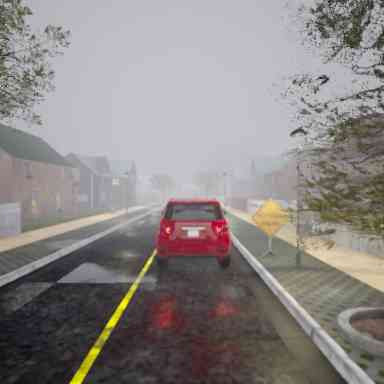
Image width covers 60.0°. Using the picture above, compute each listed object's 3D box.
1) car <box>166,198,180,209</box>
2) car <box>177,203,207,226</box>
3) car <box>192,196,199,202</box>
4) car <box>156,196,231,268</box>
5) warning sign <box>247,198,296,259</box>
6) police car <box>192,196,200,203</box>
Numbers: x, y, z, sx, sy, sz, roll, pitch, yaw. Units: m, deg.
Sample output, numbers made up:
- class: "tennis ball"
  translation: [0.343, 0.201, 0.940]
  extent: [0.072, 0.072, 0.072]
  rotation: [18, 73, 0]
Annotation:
- class: "car"
  translation: [-2.810, 1.658, 50.790]
  extent: [1.882, 1.535, 5.008]
  rotation: [0, 0, 0]
- class: "car"
  translation: [0.051, 1.608, 25.062]
  extent: [2.033, 1.411, 5.357]
  rotation: [0, 0, 1]
- class: "car"
  translation: [0.857, 1.975, 90.817]
  extent: [1.837, 1.490, 4.892]
  rotation: [0, -1, 0]
- class: "car"
  translation: [0.060, 1.237, 11.506]
  extent: [2.150, 2.045, 5.566]
  rotation: [0, -1, 1]
- class: "warning sign"
  translation: [2.533, 1.135, 10.789]
  extent: [1.300, 1.860, 1.060]
  rotation: [1, 1, 0]
- class: "police car"
  translation: [0.853, 1.811, 80.926]
  extent: [1.930, 1.638, 5.238]
  rotation: [0, 0, 0]
